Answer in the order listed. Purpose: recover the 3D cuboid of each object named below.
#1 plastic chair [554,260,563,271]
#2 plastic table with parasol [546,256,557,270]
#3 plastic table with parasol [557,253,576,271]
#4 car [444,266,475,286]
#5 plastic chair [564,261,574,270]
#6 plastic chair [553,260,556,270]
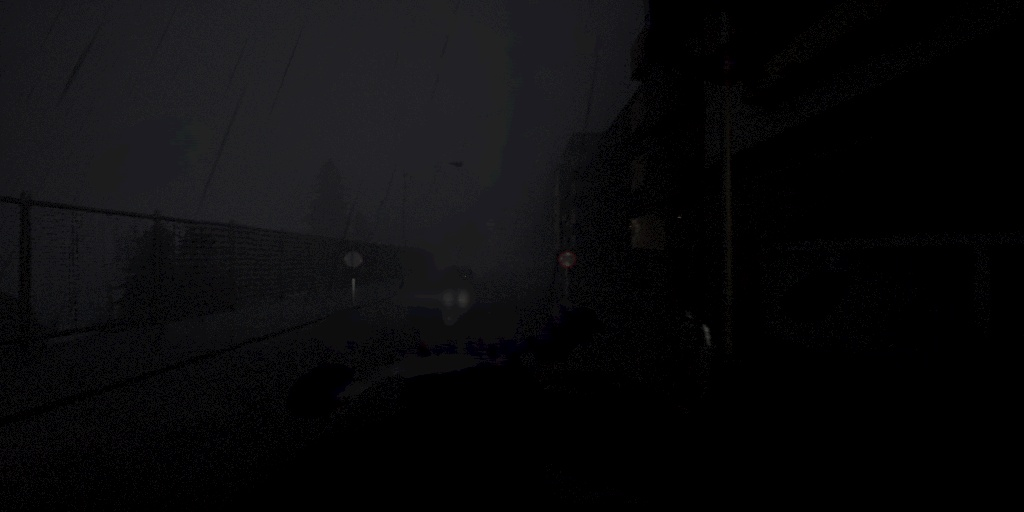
[{"bbox_3d":[7.764,1.799,59.984,0.730,1.272,0.750,0,0,10],"label":"plastic chair"},{"bbox_3d":[7.782,1.231,64.104,2.482,2.480,2.482,0,0,0],"label":"plastic table with parasol"},{"bbox_3d":[9.243,1.193,59.795,2.482,2.480,2.482,0,0,0],"label":"plastic table with parasol"},{"bbox_3d":[-4.003,1.529,27.769,2.128,1.511,4.902,0,0,0],"label":"car"},{"bbox_3d":[9.255,1.784,58.365,0.750,1.272,0.730,0,0,10],"label":"plastic chair"},{"bbox_3d":[8.003,1.823,62.694,0.750,1.272,0.730,0,0,10],"label":"plastic chair"}]
